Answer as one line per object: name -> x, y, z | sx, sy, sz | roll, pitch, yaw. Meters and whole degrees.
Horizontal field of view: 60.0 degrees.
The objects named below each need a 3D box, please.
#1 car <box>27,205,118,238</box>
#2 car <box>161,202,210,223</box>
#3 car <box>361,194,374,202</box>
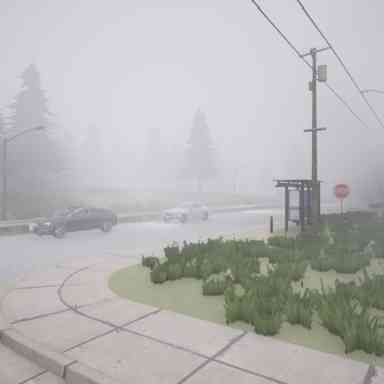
car -> -6.212, 1.491, 17.804 | 2.128, 1.511, 4.902 | 0, 0, 36
car -> -0.367, 1.526, 25.877 | 1.812, 1.442, 4.674 | 0, 0, 36
car -> 40.369, 1.355, 76.502 | 2.097, 1.767, 4.553 | 0, 0, 36
